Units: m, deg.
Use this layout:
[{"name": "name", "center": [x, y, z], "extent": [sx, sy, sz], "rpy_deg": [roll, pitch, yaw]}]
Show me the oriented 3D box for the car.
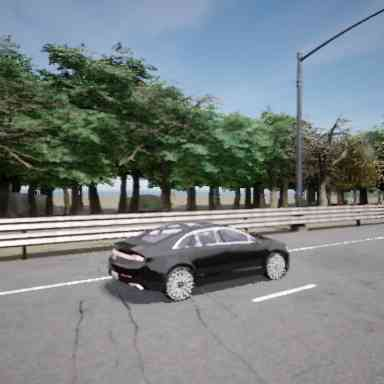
[{"name": "car", "center": [0.398, 1.502, 8.270], "extent": [4.902, 1.511, 2.128], "rpy_deg": [0, 0, -35]}]
